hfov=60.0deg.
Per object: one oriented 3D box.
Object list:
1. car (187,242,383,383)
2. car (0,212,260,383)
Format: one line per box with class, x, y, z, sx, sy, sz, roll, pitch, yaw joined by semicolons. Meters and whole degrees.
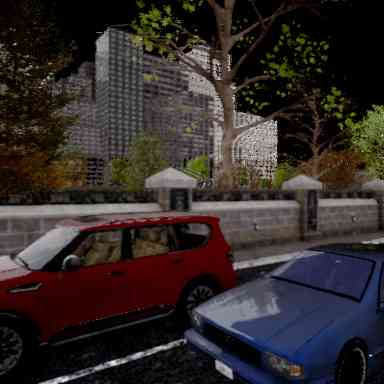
car;2.533;1.552;5.161;5.357;1.411;2.033;0;0;-35
car;-1.490;1.316;5.494;5.009;1.841;2.192;0;0;-36
